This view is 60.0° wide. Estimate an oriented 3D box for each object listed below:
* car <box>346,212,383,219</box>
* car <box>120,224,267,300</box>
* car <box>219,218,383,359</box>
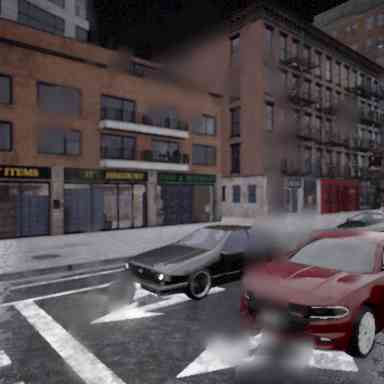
[{"bbox_3d":[7.956,1.592,14.673,4.181,1.385,1.994,0,0,-40],"label":"car"},{"bbox_3d":[0.891,1.590,8.761,5.357,1.411,2.033,0,0,-40],"label":"car"},{"bbox_3d":[2.994,1.494,6.250,5.008,1.535,1.882,0,0,-41],"label":"car"}]
